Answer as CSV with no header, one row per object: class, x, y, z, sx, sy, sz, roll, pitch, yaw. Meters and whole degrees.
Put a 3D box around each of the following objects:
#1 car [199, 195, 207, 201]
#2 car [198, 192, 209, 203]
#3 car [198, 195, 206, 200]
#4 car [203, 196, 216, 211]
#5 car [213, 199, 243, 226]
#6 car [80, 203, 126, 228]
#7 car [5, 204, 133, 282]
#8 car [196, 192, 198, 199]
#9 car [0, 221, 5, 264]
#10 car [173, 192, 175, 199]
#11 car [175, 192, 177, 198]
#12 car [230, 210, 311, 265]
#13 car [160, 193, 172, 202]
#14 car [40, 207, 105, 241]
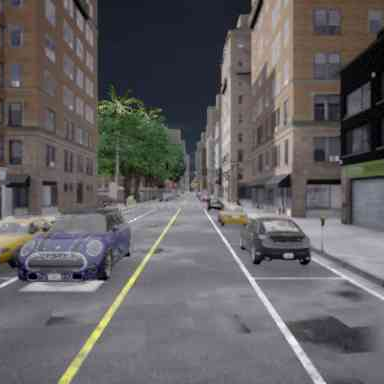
car,2.636,1.356,81.700,1.887,1.381,4.507,0,0,0
car,2.643,1.282,65.476,1.967,1.590,4.097,0,0,0
car,2.634,1.383,87.109,1.802,1.307,4.206,0,0,0
car,2.654,1.459,38.911,1.947,1.339,4.313,0,0,0
car,2.661,1.457,22.559,1.752,1.417,4.829,0,0,0
car,-5.864,1.498,22.401,1.947,1.339,4.313,0,0,0
car,-3.104,1.320,9.752,2.097,1.767,4.553,0,0,0
car,2.641,1.147,70.884,2.192,1.841,5.009,0,0,0
car,-5.859,1.489,11.213,1.752,1.417,4.829,0,0,0
car,-5.889,1.251,81.712,1.967,1.590,4.097,0,0,0
car,-5.891,1.116,87.119,2.192,1.841,5.009,0,0,0
car,2.666,1.514,11.374,2.008,1.369,4.403,0,0,0
car,-5.885,1.397,70.898,1.947,1.339,4.313,0,0,0
car,-5.862,1.529,16.892,1.802,1.307,4.206,0,0,0
